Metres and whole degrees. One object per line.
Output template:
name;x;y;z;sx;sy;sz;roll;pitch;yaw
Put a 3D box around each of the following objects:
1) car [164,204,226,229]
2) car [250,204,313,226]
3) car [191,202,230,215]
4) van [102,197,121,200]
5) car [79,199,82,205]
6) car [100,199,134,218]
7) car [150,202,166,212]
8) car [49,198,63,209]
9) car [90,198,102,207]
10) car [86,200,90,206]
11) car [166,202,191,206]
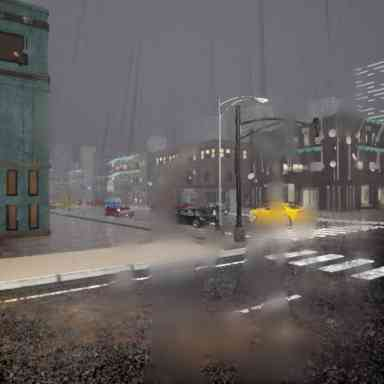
car;0.118;1.814;24.125;1.947;1.339;4.313;-1;0;-35
car;6.538;1.635;24.968;1.882;1.535;5.008;-1;0;-36
car;2.235;1.810;35.847;2.008;1.369;4.403;-2;0;-35
van;-13.760;1.907;58.435;1.690;1.788;3.998;-1;0;-35
car;-26.548;2.364;76.507;1.947;1.339;4.313;-1;0;-35
car;-7.804;1.846;35.521;1.967;1.590;4.097;-1;0;-35
car;-4.160;1.966;44.883;1.802;1.307;4.206;-1;0;-35
car;-23.694;2.233;57.971;1.752;1.417;4.829;-1;0;-35
car;-16.959;1.940;62.953;2.192;1.841;5.009;-1;0;-35
car;-20.152;2.228;67.471;1.887;1.381;4.507;-1;0;-35
car;-0.962;1.904;40.366;1.802;1.307;4.206;-2;0;-35
